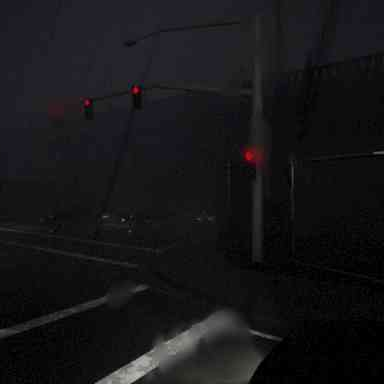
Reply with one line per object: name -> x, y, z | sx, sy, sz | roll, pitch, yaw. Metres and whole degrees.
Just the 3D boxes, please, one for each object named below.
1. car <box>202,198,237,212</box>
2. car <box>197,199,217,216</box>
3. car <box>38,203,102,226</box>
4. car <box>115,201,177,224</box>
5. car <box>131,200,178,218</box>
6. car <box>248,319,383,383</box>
car -> 3.538, 1.547, 41.580 | 2.128, 1.511, 4.902 | 0, 0, 36
car -> 2.696, 1.603, 34.364 | 2.033, 1.411, 5.357 | 0, 0, 35
car -> -8.769, 1.581, 24.312 | 1.812, 1.442, 4.674 | 0, 0, 37
car -> -3.366, 1.603, 25.837 | 2.033, 1.411, 5.357 | 0, 0, 35
car -> -3.478, 1.581, 31.711 | 1.812, 1.442, 4.674 | 0, 0, 36
car -> 2.971, 1.547, 1.848 | 5.357, 1.411, 2.033 | 0, 0, 36
